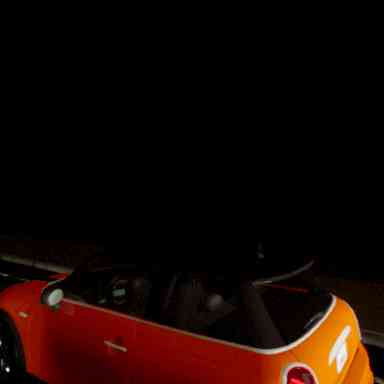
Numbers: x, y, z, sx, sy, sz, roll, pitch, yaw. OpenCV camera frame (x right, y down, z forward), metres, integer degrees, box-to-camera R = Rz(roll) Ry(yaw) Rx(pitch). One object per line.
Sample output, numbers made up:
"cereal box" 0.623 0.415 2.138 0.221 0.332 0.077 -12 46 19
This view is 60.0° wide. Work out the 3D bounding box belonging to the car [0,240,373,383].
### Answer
"car" -0.515 1.371 3.936 4.553 1.767 2.097 -1 0 36
